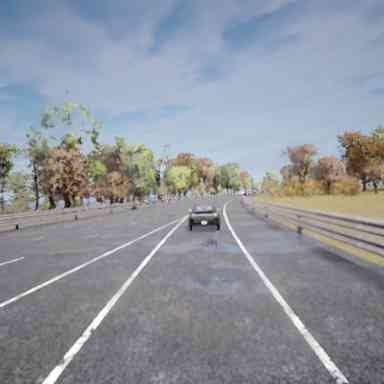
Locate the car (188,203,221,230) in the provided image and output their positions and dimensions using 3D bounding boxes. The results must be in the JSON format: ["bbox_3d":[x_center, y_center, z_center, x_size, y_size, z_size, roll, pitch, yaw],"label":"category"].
[{"bbox_3d":[0.797,1.464,20.800,2.128,1.511,4.902,-2,0,3],"label":"car"}]
